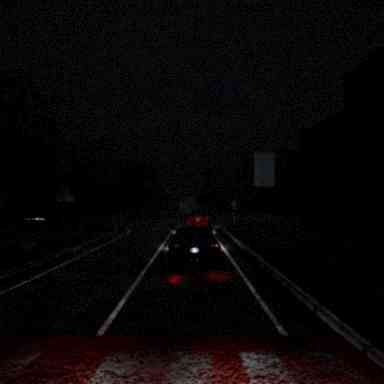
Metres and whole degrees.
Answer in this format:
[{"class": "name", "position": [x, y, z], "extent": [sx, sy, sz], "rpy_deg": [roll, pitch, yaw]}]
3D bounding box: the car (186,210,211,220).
[{"class": "car", "position": [0.674, 2.452, 30.415], "extent": [2.097, 1.767, 4.553], "rpy_deg": [0, -2, 5]}]

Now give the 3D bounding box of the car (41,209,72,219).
[{"class": "car", "position": [-19.596, 3.127, 48.154], "extent": [1.994, 1.385, 4.181], "rpy_deg": [1, -2, 40]}]

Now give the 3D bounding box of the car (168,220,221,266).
[{"class": "car", "position": [0.099, 2.094, 13.737], "extent": [1.994, 1.385, 4.181], "rpy_deg": [0, -2, 0]}]
